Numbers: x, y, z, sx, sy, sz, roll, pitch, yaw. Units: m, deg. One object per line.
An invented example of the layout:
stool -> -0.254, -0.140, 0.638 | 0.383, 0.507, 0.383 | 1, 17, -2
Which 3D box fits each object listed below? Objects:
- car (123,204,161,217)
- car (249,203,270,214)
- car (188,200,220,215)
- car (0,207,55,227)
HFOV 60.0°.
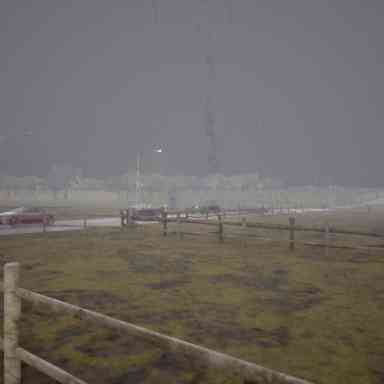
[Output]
car -> -5.386, 2.027, 35.352 | 2.128, 1.511, 4.902 | 1, -1, 35
car -> 10.905, 2.554, 53.366 | 2.097, 1.767, 4.553 | 1, -1, 35
car -> 1.687, 2.061, 45.353 | 2.150, 2.045, 5.566 | 1, -1, 35
car -> -12.593, 1.823, 25.134 | 1.994, 1.385, 4.181 | 1, -1, 36
